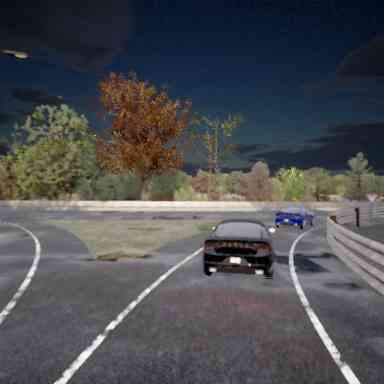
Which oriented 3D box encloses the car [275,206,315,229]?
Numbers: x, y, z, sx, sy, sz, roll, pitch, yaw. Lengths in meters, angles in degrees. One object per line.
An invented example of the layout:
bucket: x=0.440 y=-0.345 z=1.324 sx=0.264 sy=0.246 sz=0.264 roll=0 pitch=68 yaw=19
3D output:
car: x=7.493 y=1.744 z=23.966 sx=1.882 sy=1.535 sz=5.008 roll=0 pitch=-1 yaw=31

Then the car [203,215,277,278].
car: x=1.606 y=1.586 z=10.631 sx=1.882 sy=1.535 sz=5.008 roll=0 pitch=-1 yaw=12
